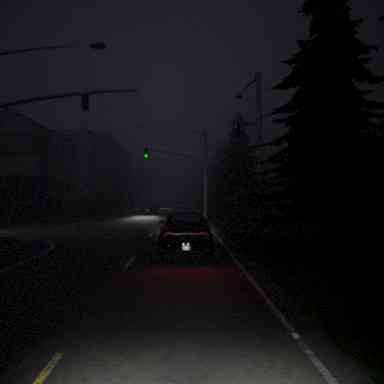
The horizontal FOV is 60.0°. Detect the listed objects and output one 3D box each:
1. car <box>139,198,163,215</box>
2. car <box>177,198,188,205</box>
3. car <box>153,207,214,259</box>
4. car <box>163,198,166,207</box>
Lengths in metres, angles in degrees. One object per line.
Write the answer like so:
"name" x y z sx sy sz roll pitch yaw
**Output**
"car" -4.611 1.613 36.272 2.128 1.511 4.902 0 0 -2
"car" -1.770 1.760 62.269 1.994 1.385 4.181 0 0 -2
"car" -0.247 1.532 12.779 2.128 1.511 4.902 0 0 -2
"car" -5.051 1.677 52.385 1.837 1.490 4.892 0 0 -1
